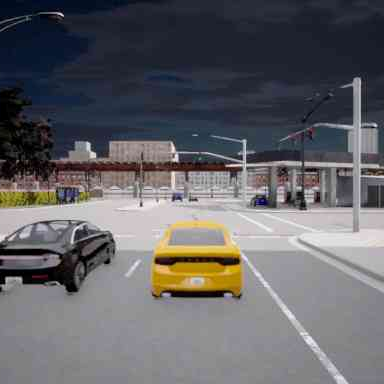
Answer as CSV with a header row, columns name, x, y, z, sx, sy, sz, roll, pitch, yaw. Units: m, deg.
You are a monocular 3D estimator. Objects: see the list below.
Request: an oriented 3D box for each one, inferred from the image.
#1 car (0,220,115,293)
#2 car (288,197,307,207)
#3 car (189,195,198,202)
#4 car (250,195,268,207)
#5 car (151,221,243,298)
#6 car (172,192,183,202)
name,x,y,z,sx,sy,sz,roll,pitch,yaw
car,-3.386,1.475,8.794,2.128,1.511,4.902,0,0,0
car,15.630,1.426,49.447,1.970,1.475,3.806,0,0,1
car,0.259,1.446,73.414,1.994,1.385,4.181,0,0,0
car,9.883,1.253,48.705,2.242,1.667,4.611,0,0,1
car,0.112,1.468,8.564,1.882,1.535,5.008,0,0,0
car,-3.239,1.122,74.025,2.150,2.045,5.566,0,0,0
